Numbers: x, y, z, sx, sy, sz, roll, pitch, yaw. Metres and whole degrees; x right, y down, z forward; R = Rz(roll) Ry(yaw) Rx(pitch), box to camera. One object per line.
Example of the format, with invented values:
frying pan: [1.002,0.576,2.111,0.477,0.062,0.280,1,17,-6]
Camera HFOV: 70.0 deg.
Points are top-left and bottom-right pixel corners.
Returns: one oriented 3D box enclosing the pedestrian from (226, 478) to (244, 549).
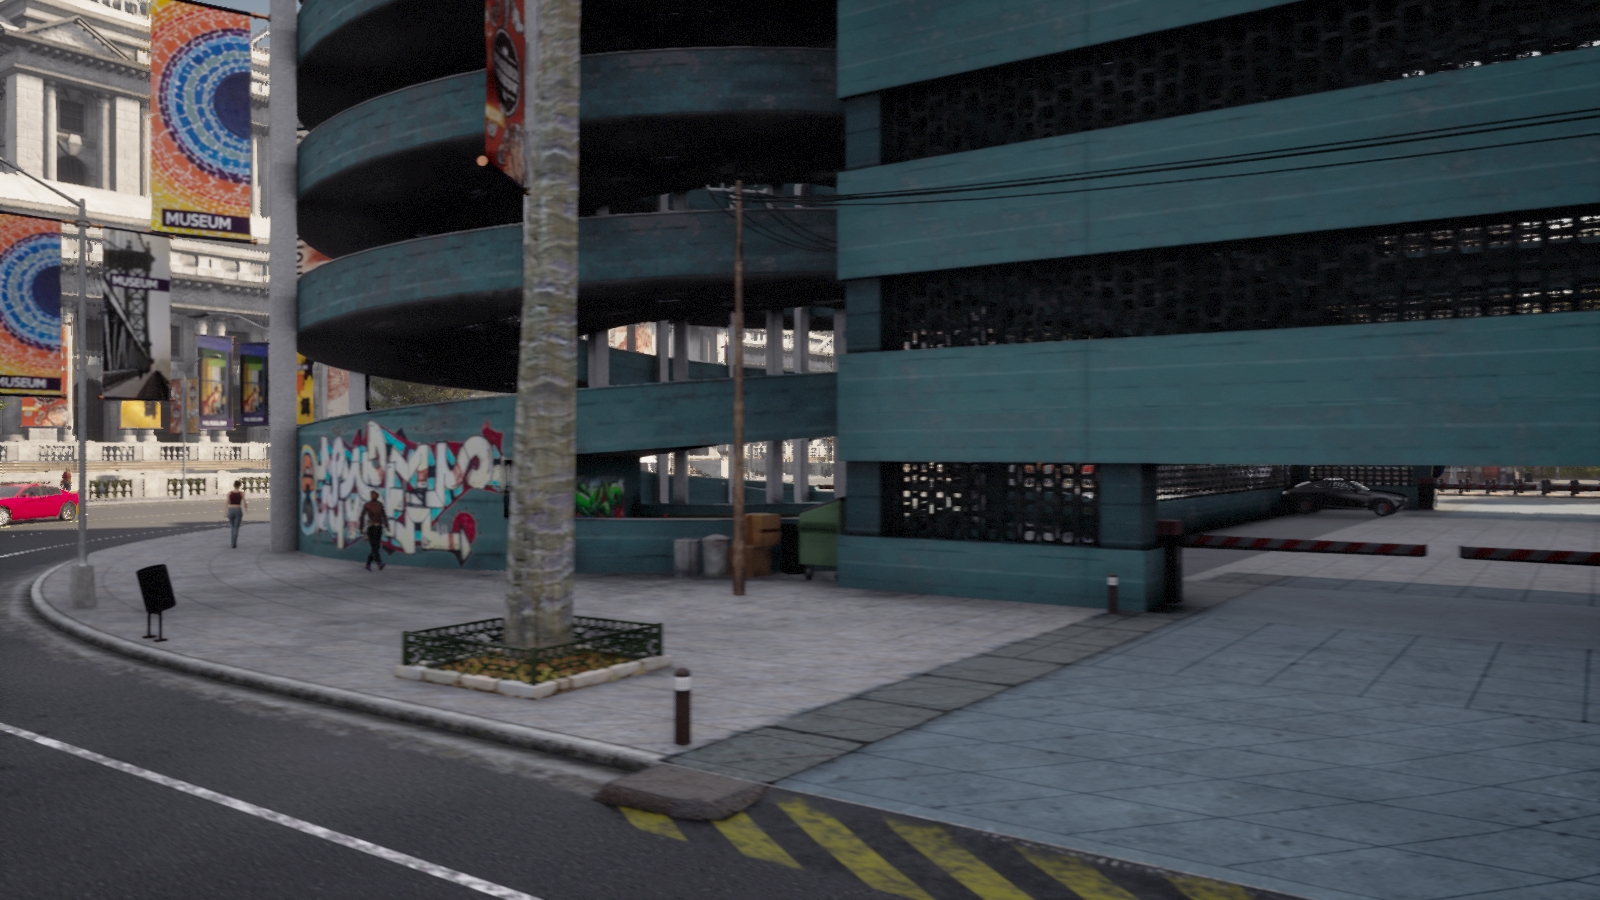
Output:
pedestrian: [-15.114,1.698,30.553,0.375,1.860,0.375,0,0,-18]

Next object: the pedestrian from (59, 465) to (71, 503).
pedestrian: [-36.574,1.700,56.869,0.375,1.860,0.375,0,0,24]

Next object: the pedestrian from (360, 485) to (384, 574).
pedestrian: [-9.191,1.697,24.517,0.375,1.860,0.375,0,0,-41]

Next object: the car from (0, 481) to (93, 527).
car: [-29.971,2.037,43.777,2.097,1.535,5.006,0,0,10]

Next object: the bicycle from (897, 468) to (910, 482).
bicycle: [9.266,2.209,102.322,0.373,1.196,1.643,0,0,36]
